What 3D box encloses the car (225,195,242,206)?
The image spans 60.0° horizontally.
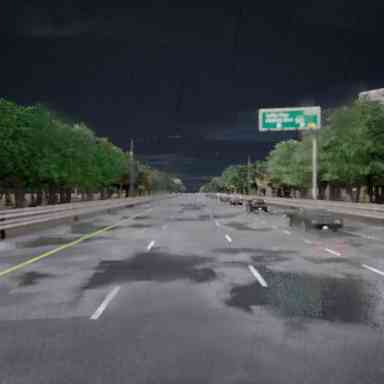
[{"bbox_3d":[7.121,1.578,55.312,1.895,1.301,4.718,0,0,0],"label":"car"}]

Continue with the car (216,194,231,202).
[{"bbox_3d":[7.171,1.493,74.272,2.128,1.511,4.902,0,0,0],"label":"car"}]

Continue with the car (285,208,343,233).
[{"bbox_3d":[7.025,1.598,19.724,1.895,1.301,4.718,0,0,0],"label":"car"}]

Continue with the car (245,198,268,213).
[{"bbox_3d":[7.071,1.493,36.865,1.837,1.490,4.892,0,0,0],"label":"car"}]
